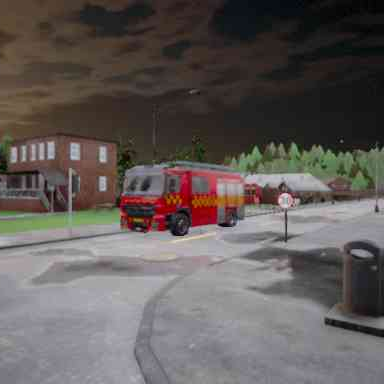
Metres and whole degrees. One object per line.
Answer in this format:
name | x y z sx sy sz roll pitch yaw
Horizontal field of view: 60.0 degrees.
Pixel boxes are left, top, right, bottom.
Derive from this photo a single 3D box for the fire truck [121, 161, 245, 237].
fire truck | -0.082 0.316 19.270 2.891 3.827 8.468 0 0 36
